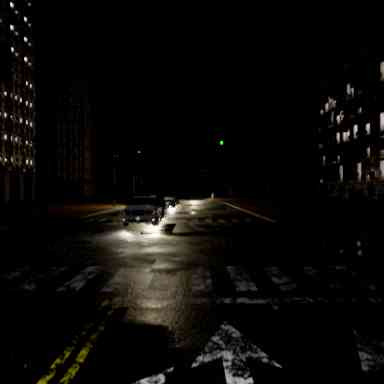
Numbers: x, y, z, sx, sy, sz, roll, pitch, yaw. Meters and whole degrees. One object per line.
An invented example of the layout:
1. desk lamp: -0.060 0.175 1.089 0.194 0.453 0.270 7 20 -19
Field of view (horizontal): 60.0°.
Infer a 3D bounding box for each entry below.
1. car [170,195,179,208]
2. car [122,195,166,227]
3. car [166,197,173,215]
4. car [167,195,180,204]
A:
1. car: -3.250 1.406 47.371 2.128 1.511 4.902 0 0 0
2. car: -3.246 1.260 22.674 2.150 2.045 5.566 0 0 0
3. car: -3.249 1.501 31.075 2.033 1.411 5.357 0 0 0
4. car: -3.278 1.350 58.956 2.128 1.511 4.902 0 0 0
